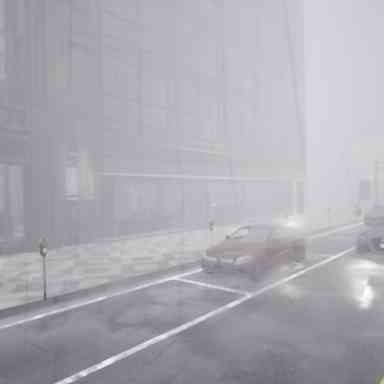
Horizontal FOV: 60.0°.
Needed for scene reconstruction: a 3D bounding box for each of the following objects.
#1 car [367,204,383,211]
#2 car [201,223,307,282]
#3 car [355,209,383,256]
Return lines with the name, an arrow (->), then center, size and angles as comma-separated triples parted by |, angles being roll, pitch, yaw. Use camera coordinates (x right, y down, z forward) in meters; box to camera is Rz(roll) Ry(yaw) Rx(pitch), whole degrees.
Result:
car -> 13.175, 1.491, 22.725 | 1.947, 1.339, 4.313 | -2, -1, 41
car -> 2.030, 1.633, 9.958 | 1.802, 1.307, 4.206 | -2, -1, 41
car -> 7.462, 1.522, 12.118 | 1.994, 1.385, 4.181 | -2, -1, 41
